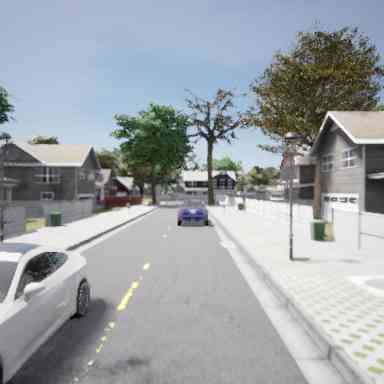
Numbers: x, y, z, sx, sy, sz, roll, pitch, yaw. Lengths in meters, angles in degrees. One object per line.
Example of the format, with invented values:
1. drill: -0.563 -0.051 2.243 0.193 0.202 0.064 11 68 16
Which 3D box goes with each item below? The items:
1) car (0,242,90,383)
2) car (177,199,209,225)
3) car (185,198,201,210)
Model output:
1. car: -2.834 1.523 4.647 1.812 1.442 4.674 0 0 0
2. car: 0.078 1.336 23.928 2.097 1.767 4.553 0 0 0
3. car: 0.091 1.538 42.459 1.994 1.385 4.181 0 0 0
